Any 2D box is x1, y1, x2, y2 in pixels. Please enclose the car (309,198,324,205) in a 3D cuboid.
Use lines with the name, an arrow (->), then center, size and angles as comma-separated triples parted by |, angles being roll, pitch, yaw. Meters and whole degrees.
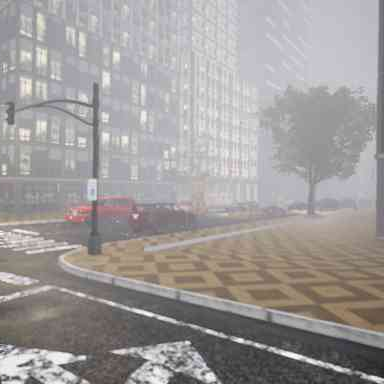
car -> 28.351, 2.195, 75.589 | 2.008, 1.369, 4.403 | 0, 0, 36

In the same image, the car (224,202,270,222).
car -> 5.023, 1.864, 29.948 | 1.752, 1.417, 4.829 | 0, 0, 36

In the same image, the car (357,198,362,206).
car -> 31.750, 2.262, 66.091 | 1.887, 1.381, 4.507 | 0, 0, 36

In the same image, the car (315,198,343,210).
car -> 21.691, 1.893, 52.487 | 2.192, 1.841, 5.009 | 0, 0, 36

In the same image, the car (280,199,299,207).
car -> 18.194, 2.030, 61.853 | 1.752, 1.417, 4.829 | 0, 0, 36

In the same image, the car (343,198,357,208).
car -> 28.399, 1.986, 61.557 | 2.192, 1.841, 5.009 | 0, 0, 36

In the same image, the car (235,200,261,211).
car -> 8.238, 1.930, 48.390 | 1.947, 1.339, 4.313 | 0, 0, 36

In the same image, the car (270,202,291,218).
car -> 8.275, 1.968, 34.347 | 1.802, 1.307, 4.206 | 0, 0, 36

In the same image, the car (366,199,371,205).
car -> 38.458, 2.250, 75.162 | 1.967, 1.590, 4.097 | 0, 0, 36

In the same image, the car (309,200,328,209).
car -> 21.555, 2.094, 56.640 | 1.812, 1.442, 4.674 | 1, 0, 36

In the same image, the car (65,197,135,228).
car -> -6.378, 1.378, 24.263 | 2.150, 2.045, 5.566 | 1, 0, 37

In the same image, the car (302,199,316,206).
car -> 24.999, 2.180, 71.055 | 1.802, 1.307, 4.206 | 0, 0, 36

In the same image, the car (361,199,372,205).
car -> 41.811, 2.437, 79.696 | 1.802, 1.307, 4.206 | 0, 0, 36

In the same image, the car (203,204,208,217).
car -> -0.361, 1.598, 32.386 | 2.097, 1.767, 4.553 | 1, 0, 37

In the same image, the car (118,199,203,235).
car -> -1.783, 1.553, 20.743 | 2.192, 1.841, 5.009 | 0, 0, 36

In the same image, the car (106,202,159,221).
car -> -5.273, 1.692, 30.121 | 1.752, 1.417, 4.829 | 0, 0, 36

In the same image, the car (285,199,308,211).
car -> 15.387, 2.029, 48.316 | 2.033, 1.411, 5.357 | 1, 0, 37

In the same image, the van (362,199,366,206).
van -> 35.105, 2.105, 70.627 | 1.690, 1.788, 3.998 | 0, 0, 36
